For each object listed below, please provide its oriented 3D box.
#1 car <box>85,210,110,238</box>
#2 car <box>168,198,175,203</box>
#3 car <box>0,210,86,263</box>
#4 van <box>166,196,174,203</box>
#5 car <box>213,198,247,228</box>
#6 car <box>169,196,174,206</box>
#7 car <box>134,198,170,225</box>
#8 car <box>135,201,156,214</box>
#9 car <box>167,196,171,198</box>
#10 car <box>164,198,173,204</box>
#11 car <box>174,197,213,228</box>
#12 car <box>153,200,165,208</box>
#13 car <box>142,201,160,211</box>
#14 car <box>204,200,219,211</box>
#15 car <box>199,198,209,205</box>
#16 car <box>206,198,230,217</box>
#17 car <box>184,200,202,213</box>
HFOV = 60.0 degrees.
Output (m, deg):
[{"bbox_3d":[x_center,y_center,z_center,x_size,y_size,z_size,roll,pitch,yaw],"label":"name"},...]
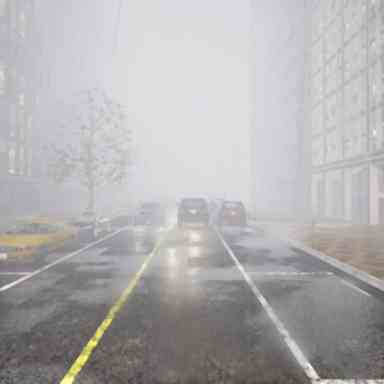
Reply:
[{"bbox_3d":[-5.692,1.689,18.235,2.008,1.369,4.403,0,0,0],"label":"car"},{"bbox_3d":[-5.709,2.224,92.233,1.802,1.307,4.206,0,0,0],"label":"car"},{"bbox_3d":[-5.691,1.620,12.371,1.752,1.417,4.829,0,0,0],"label":"car"},{"bbox_3d":[-5.707,1.947,86.542,1.690,1.788,3.998,0,0,0],"label":"van"},{"bbox_3d":[2.689,1.496,23.919,2.192,1.841,5.009,0,0,0],"label":"car"},{"bbox_3d":[-3.026,2.038,66.345,1.994,1.385,4.181,0,0,0],"label":"car"},{"bbox_3d":[-3.104,1.545,25.592,2.097,1.767,4.553,0,0,0],"label":"car"},{"bbox_3d":[-5.697,1.854,41.003,2.008,1.369,4.403,0,0,0],"label":"car"},{"bbox_3d":[-5.704,2.046,69.464,2.008,1.369,4.403,0,0,0],"label":"car"},{"bbox_3d":[-5.706,2.114,80.848,1.887,1.381,4.507,0,0,0],"label":"car"},{"bbox_3d":[0.094,1.404,23.932,2.150,2.045,5.566,0,0,0],"label":"car"},{"bbox_3d":[-5.701,2.002,58.078,1.802,1.307,4.206,0,0,0],"label":"car"},{"bbox_3d":[-5.699,1.909,46.696,1.947,1.339,4.313,0,0,0],"label":"car"},{"bbox_3d":[2.682,1.869,46.855,1.752,1.417,4.829,0,0,0],"label":"car"},{"bbox_3d":[2.676,2.099,75.145,1.947,1.339,4.313,0,0,0],"label":"car"},{"bbox_3d":[2.686,1.578,35.303,2.192,1.841,5.009,0,0,0],"label":"car"},{"bbox_3d":[0.092,1.801,42.011,2.128,1.511,4.902,0,-1,0],"label":"car"}]
